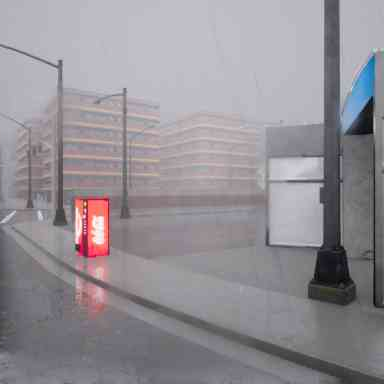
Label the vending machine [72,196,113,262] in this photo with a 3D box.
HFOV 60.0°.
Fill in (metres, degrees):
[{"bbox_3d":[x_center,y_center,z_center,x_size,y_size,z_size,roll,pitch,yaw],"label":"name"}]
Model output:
[{"bbox_3d":[-3.375,1.195,11.275,1.100,2.100,0.880,0,0,-36],"label":"vending machine"}]
